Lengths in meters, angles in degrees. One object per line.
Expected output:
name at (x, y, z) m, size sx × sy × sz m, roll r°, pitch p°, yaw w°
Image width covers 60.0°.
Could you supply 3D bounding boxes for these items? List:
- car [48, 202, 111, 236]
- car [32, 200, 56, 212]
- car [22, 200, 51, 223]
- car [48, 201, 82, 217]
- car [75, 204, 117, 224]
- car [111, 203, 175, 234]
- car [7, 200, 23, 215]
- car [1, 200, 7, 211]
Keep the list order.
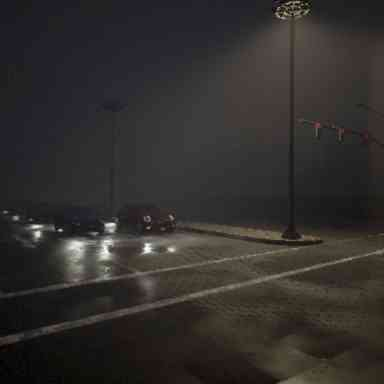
car at (-6.719, 1.577, 19.623) m, size 1.882 × 1.535 × 5.008 m, roll 1°, pitch -1°, yaw -36°
car at (-19.156, 1.747, 43.022) m, size 1.994 × 1.385 × 4.181 m, roll 1°, pitch -1°, yaw -35°
car at (-12.284, 1.593, 27.363) m, size 1.882 × 1.535 × 5.008 m, roll 1°, pitch -1°, yaw -36°
car at (-13.347, 1.713, 34.838) m, size 2.033 × 1.411 × 5.357 m, roll 1°, pitch -1°, yaw -36°
car at (-7.947, 1.713, 27.330) m, size 1.994 × 1.385 × 4.181 m, roll 1°, pitch -1°, yaw -35°
car at (-2.916, 1.486, 20.336) m, size 2.097 × 1.767 × 4.553 m, roll 1°, pitch -1°, yaw -36°
car at (-18.143, 1.638, 35.537) m, size 1.837 × 1.490 × 4.892 m, roll 1°, pitch -1°, yaw -35°
car at (-24.059, 1.699, 43.923) m, size 2.033 × 1.411 × 5.357 m, roll 1°, pitch -1°, yaw -35°
